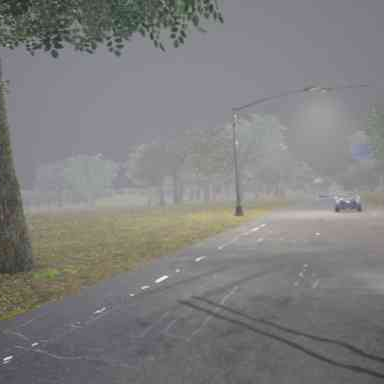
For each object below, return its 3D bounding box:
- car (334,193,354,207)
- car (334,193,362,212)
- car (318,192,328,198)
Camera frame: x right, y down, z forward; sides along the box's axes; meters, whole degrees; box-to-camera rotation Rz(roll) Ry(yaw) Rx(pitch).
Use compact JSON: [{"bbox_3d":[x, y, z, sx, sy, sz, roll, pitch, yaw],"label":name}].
[{"bbox_3d":[18.248,0.917,39.913,1.994,1.385,4.181,-3,0,24],"label":"car"},{"bbox_3d":[14.203,0.836,30.444,2.097,1.767,4.553,-3,0,24],"label":"car"},{"bbox_3d":[29.366,0.650,74.493,2.033,1.411,5.357,-3,-1,23],"label":"car"}]
